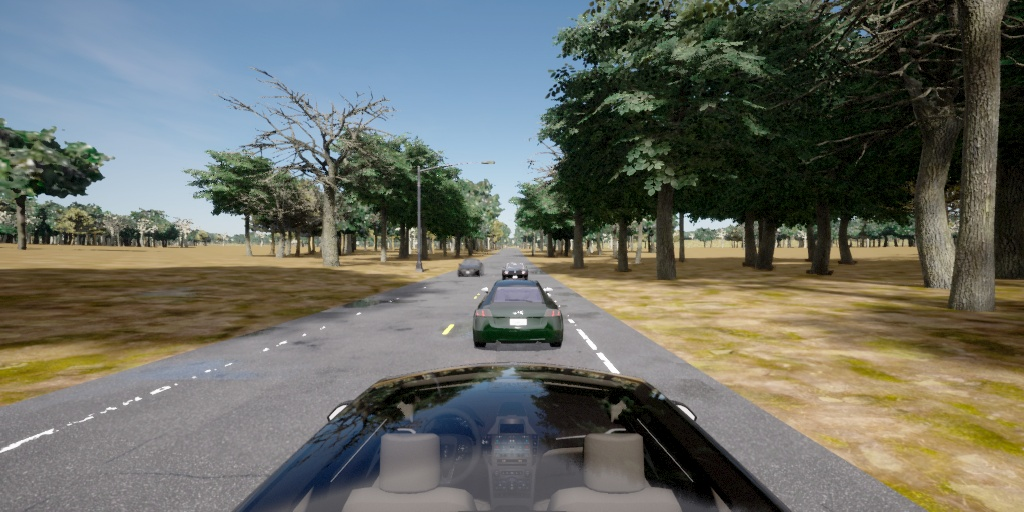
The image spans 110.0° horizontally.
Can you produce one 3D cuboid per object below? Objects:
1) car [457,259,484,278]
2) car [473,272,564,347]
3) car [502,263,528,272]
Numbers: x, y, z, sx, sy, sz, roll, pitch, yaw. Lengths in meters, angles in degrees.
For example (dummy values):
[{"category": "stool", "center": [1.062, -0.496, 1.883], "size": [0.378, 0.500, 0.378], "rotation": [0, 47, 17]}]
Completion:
[{"category": "car", "center": [-3.457, 0.999, 30.718], "size": [1.882, 1.535, 5.008], "rotation": [0, 1, 0]}, {"category": "car", "center": [0.135, 1.293, 9.248], "size": [1.994, 1.385, 4.181], "rotation": [0, 0, 0]}, {"category": "car", "center": [0.225, 1.159, 27.173], "size": [1.895, 1.301, 4.718], "rotation": [0, 1, 0]}]
